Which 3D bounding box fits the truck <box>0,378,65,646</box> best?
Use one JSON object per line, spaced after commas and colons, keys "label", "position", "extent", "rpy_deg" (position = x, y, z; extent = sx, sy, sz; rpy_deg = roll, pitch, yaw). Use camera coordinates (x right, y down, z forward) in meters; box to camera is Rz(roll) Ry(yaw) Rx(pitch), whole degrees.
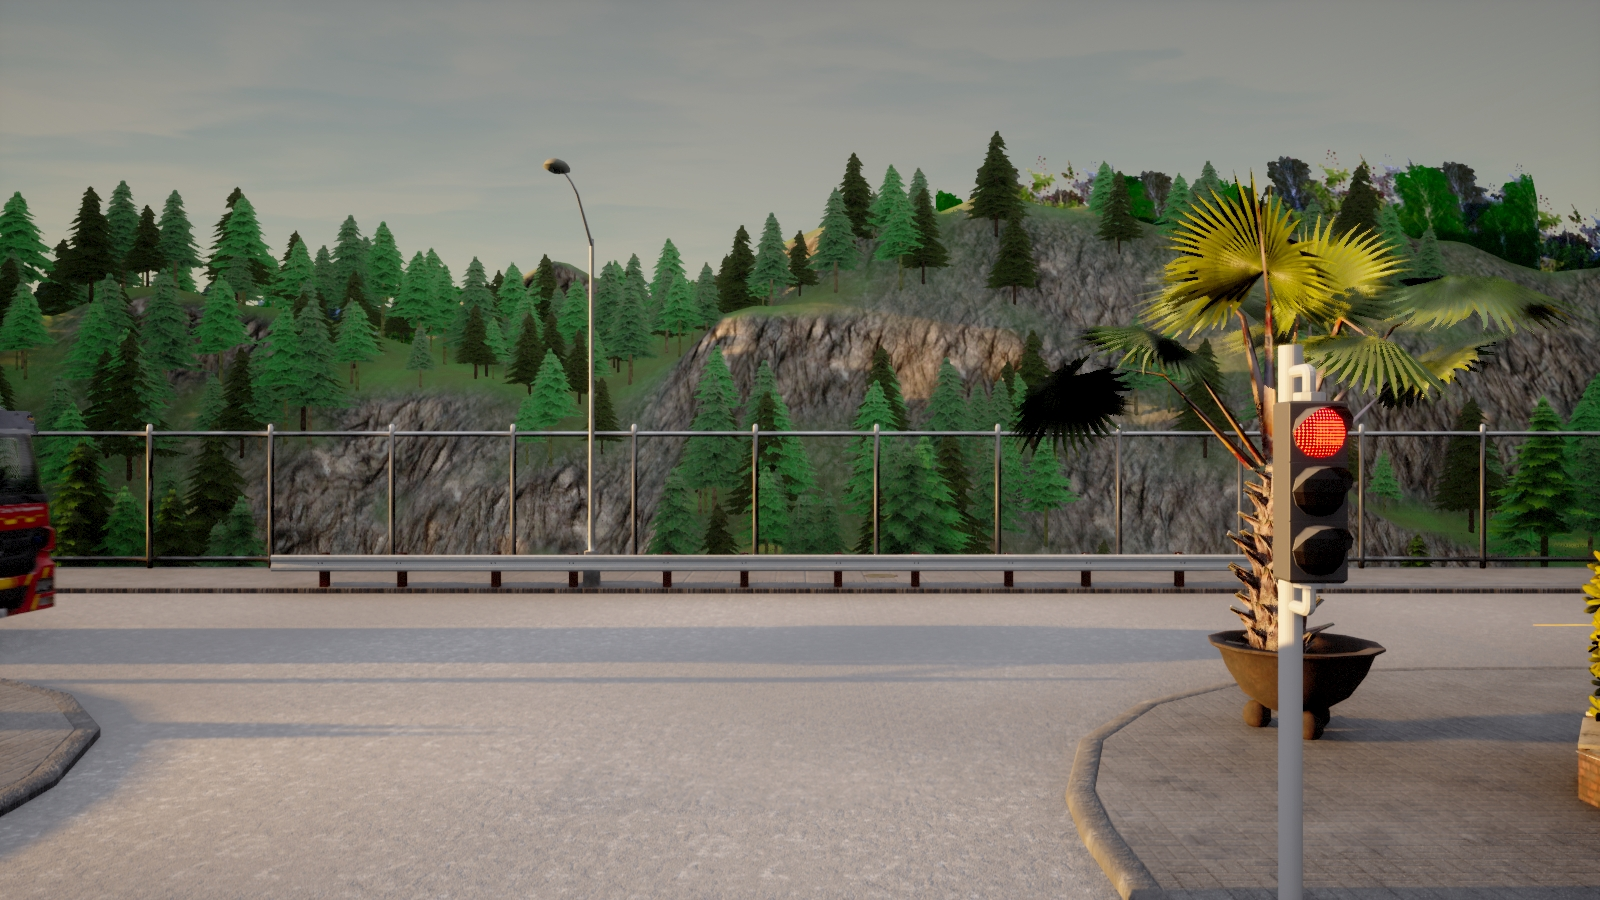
{"label": "truck", "position": [-15.659, 0.890, 16.320], "extent": [8.468, 3.827, 2.891], "rpy_deg": [0, 0, 0]}
